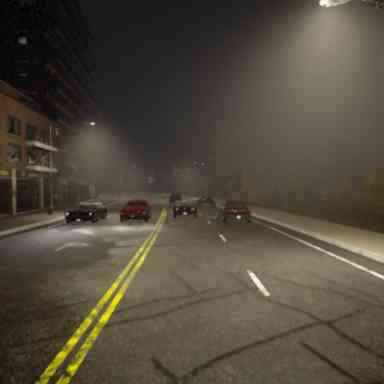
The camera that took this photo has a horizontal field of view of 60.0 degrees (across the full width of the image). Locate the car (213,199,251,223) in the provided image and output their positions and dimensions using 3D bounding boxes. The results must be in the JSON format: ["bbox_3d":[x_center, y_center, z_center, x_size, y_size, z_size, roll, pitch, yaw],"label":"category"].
[{"bbox_3d":[2.801,1.282,23.043,1.837,1.490,4.892,0,1,-3],"label":"car"}]

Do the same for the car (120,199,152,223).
[{"bbox_3d":[-3.928,1.271,23.872,1.882,1.535,5.008,0,1,-3],"label":"car"}]

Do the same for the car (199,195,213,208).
[{"bbox_3d":[1.645,1.099,40.603,2.128,1.511,4.902,0,1,-4],"label":"car"}]

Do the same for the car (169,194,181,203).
[{"bbox_3d":[-2.614,0.988,51.989,1.882,1.535,5.008,0,0,-6],"label":"car"}]

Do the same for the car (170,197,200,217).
[{"bbox_3d":[-0.657,1.344,27.805,1.895,1.301,4.718,0,1,-3],"label":"car"}]

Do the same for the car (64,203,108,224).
[{"bbox_3d":[-7.130,1.416,22.836,1.895,1.301,4.718,0,1,-3],"label":"car"}]
